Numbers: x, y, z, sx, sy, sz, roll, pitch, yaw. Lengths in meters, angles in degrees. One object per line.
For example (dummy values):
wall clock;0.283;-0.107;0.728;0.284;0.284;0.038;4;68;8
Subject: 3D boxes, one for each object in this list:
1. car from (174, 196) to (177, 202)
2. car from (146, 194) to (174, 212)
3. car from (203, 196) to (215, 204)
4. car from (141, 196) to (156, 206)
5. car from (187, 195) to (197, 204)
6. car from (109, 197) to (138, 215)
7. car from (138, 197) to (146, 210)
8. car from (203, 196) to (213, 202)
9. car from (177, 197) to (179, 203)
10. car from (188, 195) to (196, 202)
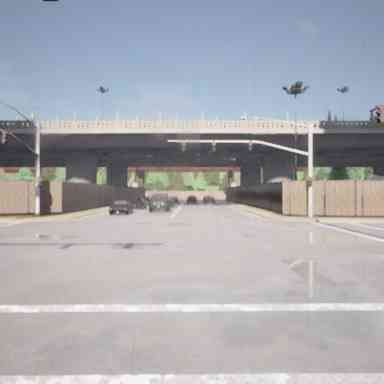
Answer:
car;-3.595;1.474;48.712;1.837;1.490;4.892;0;0;0
car;-3.607;1.197;38.127;2.150;2.045;5.566;0;0;-1
car;3.475;1.485;63.885;1.812;1.442;4.674;0;0;0
car;-7.103;1.470;55.013;1.837;1.490;4.892;0;0;0
car;-0.025;1.464;63.508;1.837;1.490;4.892;0;0;0
car;-7.130;1.526;33.946;2.033;1.411;5.357;0;0;-3
car;-7.108;1.477;43.566;1.837;1.490;4.892;0;0;0
car;3.471;1.505;73.871;1.994;1.385;4.181;0;0;0
car;-3.552;1.506;65.810;2.033;1.411;5.357;0;0;0
car;-0.029;1.452;73.870;1.837;1.490;4.892;0;0;0
